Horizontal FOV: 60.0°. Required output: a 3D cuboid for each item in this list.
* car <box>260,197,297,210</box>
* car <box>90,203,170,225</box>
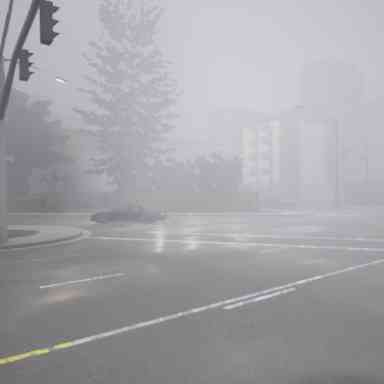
[{"bbox_3d":[9.496,1.260,37.627,1.895,1.301,4.718,-1,1,-35],"label":"car"},{"bbox_3d":[-4.281,1.506,23.128,5.357,1.411,2.033,-1,0,9],"label":"car"}]
